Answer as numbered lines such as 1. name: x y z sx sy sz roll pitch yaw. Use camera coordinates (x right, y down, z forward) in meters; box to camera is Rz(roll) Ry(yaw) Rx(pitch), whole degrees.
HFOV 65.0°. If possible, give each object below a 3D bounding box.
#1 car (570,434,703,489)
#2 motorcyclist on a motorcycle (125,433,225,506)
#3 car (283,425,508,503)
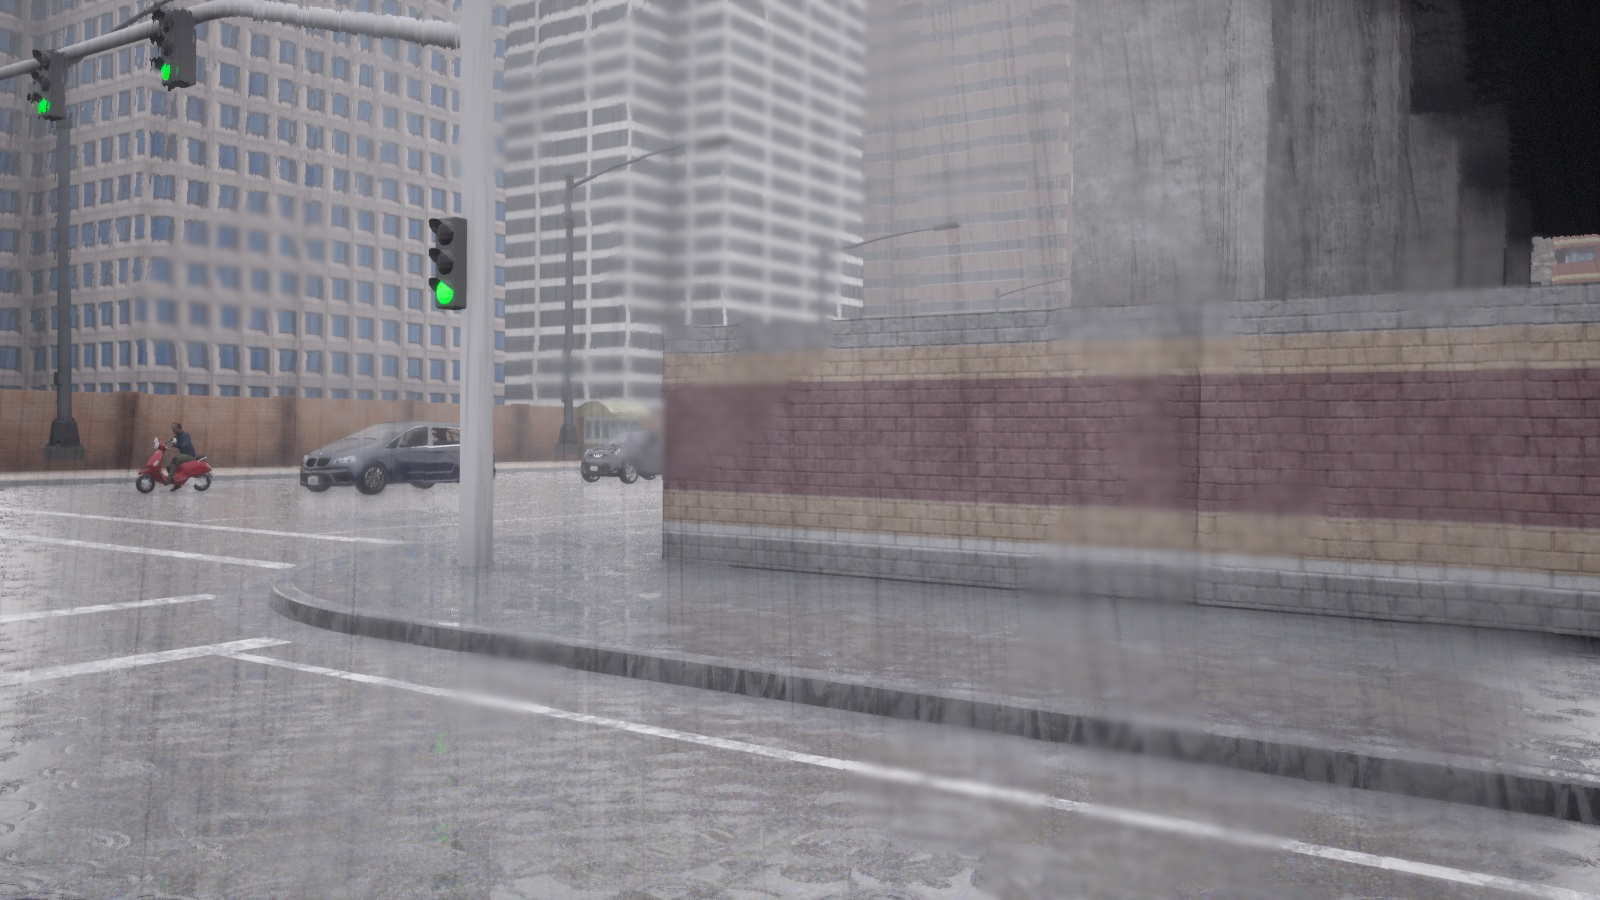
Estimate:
1. car: -4.681 0.292 36.289 1.845 1.501 3.633 0 1 34
2. motorcyclist on a motorcycle: -14.162 0.424 28.516 0.866 1.590 1.817 0 1 34
3. car: -9.350 0.259 29.396 2.242 1.667 4.611 0 1 34
